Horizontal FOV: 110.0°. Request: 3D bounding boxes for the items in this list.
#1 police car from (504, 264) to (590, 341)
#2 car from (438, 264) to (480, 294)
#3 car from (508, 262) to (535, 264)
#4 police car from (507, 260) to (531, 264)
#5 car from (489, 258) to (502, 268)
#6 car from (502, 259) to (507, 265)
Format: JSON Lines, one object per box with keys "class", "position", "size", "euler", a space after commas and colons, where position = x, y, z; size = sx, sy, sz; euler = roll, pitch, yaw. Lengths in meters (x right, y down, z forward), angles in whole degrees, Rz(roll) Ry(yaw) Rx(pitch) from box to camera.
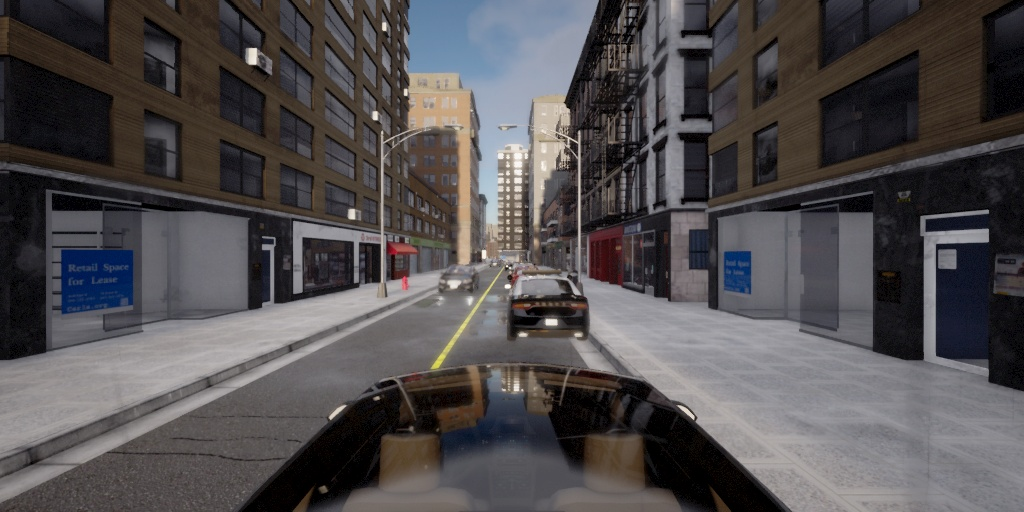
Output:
{"class": "police car", "position": [0.819, 1.174, 10.033], "size": [1.930, 1.638, 5.238], "euler": [0, 0, 0]}
{"class": "car", "position": [-2.865, 1.237, 20.144], "size": [2.128, 1.511, 4.902], "euler": [0, 0, 0]}
{"class": "car", "position": [0.810, 1.272, 19.923], "size": [1.812, 1.442, 4.674], "euler": [0, 0, 0]}
{"class": "police car", "position": [0.804, 1.169, 26.033], "size": [1.930, 1.638, 5.238], "euler": [0, 0, 0]}
{"class": "car", "position": [-2.880, 1.232, 61.371], "size": [2.128, 1.511, 4.902], "euler": [0, 0, 0]}
{"class": "car", "position": [0.003, 1.341, 47.863], "size": [1.895, 1.301, 4.718], "euler": [0, 0, 1]}
